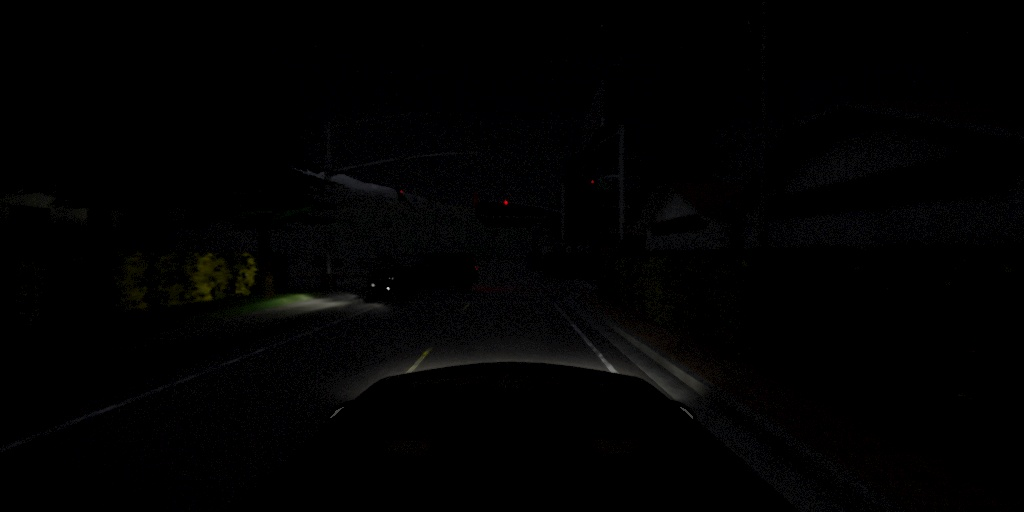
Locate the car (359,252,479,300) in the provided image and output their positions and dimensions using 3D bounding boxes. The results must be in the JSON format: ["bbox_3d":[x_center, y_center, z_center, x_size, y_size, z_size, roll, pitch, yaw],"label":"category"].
[{"bbox_3d":[-4.167,0.851,17.660,2.150,2.045,5.566,2,3,44],"label":"car"}]
